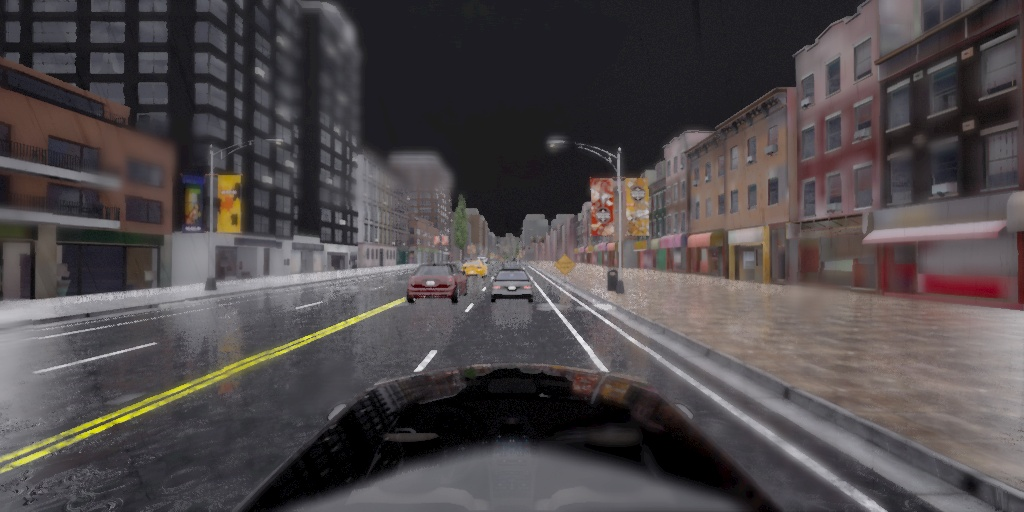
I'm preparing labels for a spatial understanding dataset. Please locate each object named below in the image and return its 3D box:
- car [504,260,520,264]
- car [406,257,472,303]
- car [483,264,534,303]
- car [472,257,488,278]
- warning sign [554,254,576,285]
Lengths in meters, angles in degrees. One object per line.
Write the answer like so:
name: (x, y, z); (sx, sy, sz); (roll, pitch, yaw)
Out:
car: (0.000, 1.245, 31.530); (1.895, 1.301, 4.718); (0, 0, 0)
car: (-3.250, 1.086, 16.468); (2.097, 1.767, 4.553); (0, 0, 0)
car: (0.000, 1.283, 16.499); (2.033, 1.411, 5.357); (0, 0, 0)
car: (-3.250, 1.114, 31.499); (1.882, 1.535, 5.008); (0, 0, 0)
warning sign: (3.225, 0.810, 21.689); (1.300, 1.860, 1.060); (0, 0, 0)
